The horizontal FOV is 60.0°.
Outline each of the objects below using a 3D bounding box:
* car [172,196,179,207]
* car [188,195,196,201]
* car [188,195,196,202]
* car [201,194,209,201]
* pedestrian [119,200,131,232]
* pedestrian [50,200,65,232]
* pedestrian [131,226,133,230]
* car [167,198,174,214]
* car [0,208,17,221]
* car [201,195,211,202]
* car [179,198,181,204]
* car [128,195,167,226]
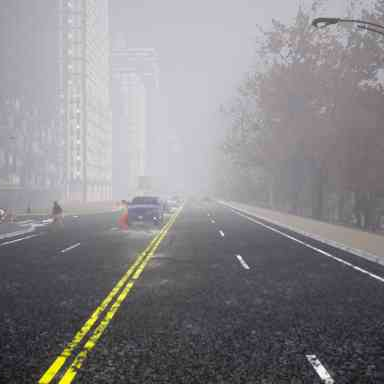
[{"bbox_3d":[-3.341,1.605,50.602,1.895,1.301,4.718,0,0,0],"label":"car"},{"bbox_3d":[0.010,1.420,85.298,1.812,1.442,4.674,0,0,0],"label":"car"},{"bbox_3d":[0.009,1.543,74.904,2.033,1.411,5.357,0,0,0],"label":"car"},{"bbox_3d":[3.260,1.374,85.297,1.882,1.535,5.008,0,0,0],"label":"car"},{"bbox_3d":[-3.822,1.304,18.809,0.375,1.860,0.375,0,0,0],"label":"pedestrian"},{"bbox_3d":[-7.373,1.293,18.213,0.375,1.860,0.375,0,0,0],"label":"pedestrian"},{"bbox_3d":[-3.850,1.317,19.409,0.375,1.860,0.375,0,0,0],"label":"pedestrian"},{"bbox_3d":[-3.349,1.575,35.950,1.994,1.385,4.181,0,0,0],"label":"car"},{"bbox_3d":[-16.767,1.598,27.008,4.553,1.767,2.097,-1,0,2],"label":"car"},{"bbox_3d":[3.257,1.503,74.903,1.837,1.490,4.892,0,0,0],"label":"car"},{"bbox_3d":[-3.276,1.514,65.725,1.837,1.490,4.892,0,0,1],"label":"car"},{"bbox_3d":[-3.369,1.293,24.540,2.150,2.045,5.566,-1,0,0],"label":"car"}]
